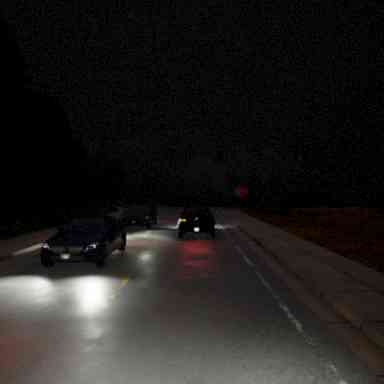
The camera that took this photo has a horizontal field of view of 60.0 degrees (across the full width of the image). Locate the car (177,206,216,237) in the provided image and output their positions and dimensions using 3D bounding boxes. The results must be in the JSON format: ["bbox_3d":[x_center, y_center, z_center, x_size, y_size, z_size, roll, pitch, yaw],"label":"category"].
[{"bbox_3d":[0.248,1.519,18.115,1.837,1.490,4.892,0,0,1],"label":"car"}]

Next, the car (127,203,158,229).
[{"bbox_3d":[-3.397,1.488,22.021,1.882,1.535,5.008,0,0,1],"label":"car"}]

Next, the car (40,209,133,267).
[{"bbox_3d":[-3.500,1.528,11.583,1.812,1.442,4.674,0,0,1],"label":"car"}]
